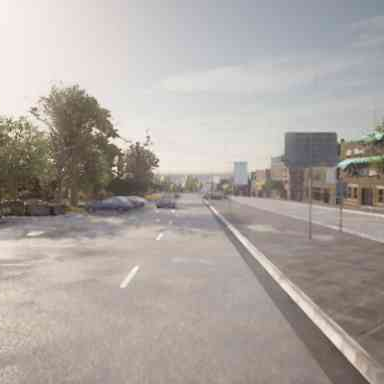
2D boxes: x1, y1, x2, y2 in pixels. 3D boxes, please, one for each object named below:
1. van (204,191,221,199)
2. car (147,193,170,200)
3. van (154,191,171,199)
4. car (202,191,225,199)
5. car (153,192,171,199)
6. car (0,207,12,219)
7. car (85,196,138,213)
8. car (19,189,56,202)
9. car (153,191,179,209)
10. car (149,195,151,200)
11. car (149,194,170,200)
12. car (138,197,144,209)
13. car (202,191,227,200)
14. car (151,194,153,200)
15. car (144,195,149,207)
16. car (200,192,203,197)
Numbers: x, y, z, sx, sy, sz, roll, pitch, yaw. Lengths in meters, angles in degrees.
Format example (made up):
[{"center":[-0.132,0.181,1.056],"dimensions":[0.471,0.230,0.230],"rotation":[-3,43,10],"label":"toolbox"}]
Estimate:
[{"center":[5.586,0.863,90.268],"dimensions":[4.442,1.987,1.878],"rotation":[0,0,0],"label":"van"},{"center":[-7.727,1.057,76.373],"dimensions":[5.008,1.535,2.097],"rotation":[0,0,1],"label":"car"},{"center":[-7.747,0.847,87.510],"dimensions":[4.442,1.987,1.878],"rotation":[0,0,0],"label":"van"},{"center":[5.399,0.819,84.665],"dimensions":[5.566,2.045,2.435],"rotation":[0,0,0],"label":"car"},{"center":[-7.621,0.940,84.728],"dimensions":[4.553,1.767,2.185],"rotation":[0,0,0],"label":"car"},{"center":[-13.785,1.242,20.258],"dimensions":[4.718,1.301,1.895],"rotation":[0,3,-5],"label":"car"},{"center":[-8.106,1.324,32.624],"dimensions":[4.674,1.452,2.002],"rotation":[0,0,1],"label":"car"},{"center":[-25.848,0.527,55.789],"dimensions":[5.566,2.045,2.150],"rotation":[1,3,0],"label":"car"},{"center":[-2.999,1.116,39.624],"dimensions":[2.097,1.767,4.553],"rotation":[0,0,1],"label":"car"},{"center":[-8.021,1.268,42.321],"dimensions":[4.674,1.452,2.002],"rotation":[0,0,1],"label":"car"},{"center":[-7.700,1.097,79.160],"dimensions":[4.674,1.452,2.002],"rotation":[0,0,1],"label":"car"},{"center":[-8.074,1.266,35.899],"dimensions":[4.892,1.521,2.231],"rotation":[0,0,0],"label":"car"},{"center":[5.339,1.068,73.454],"dimensions":[4.892,1.521,2.231],"rotation":[0,0,1],"label":"car"},{"center":[-7.765,1.069,70.805],"dimensions":[5.008,1.535,2.097],"rotation":[0,0,1],"label":"car"},{"center":[-8.057,1.246,39.172],"dimensions":[5.008,1.535,2.097],"rotation":[0,0,1],"label":"car"},{"center":[5.329,0.811,76.255],"dimensions":[5.566,2.045,2.435],"rotation":[0,0,0],"label":"car"}]
